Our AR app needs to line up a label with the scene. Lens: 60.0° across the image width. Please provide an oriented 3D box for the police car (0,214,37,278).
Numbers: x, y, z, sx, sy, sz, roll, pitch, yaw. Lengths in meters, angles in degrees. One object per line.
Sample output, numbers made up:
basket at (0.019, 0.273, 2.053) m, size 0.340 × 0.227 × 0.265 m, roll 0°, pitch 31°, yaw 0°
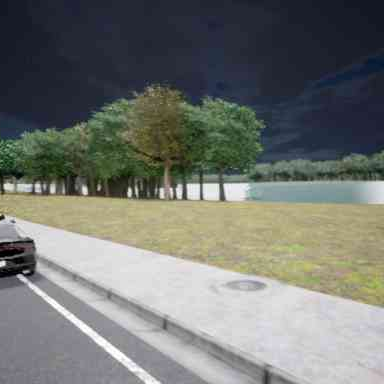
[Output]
police car at (-6.105, 1.500, 9.757) m, size 1.930 × 1.638 × 5.238 m, roll -1°, pitch 0°, yaw -39°
